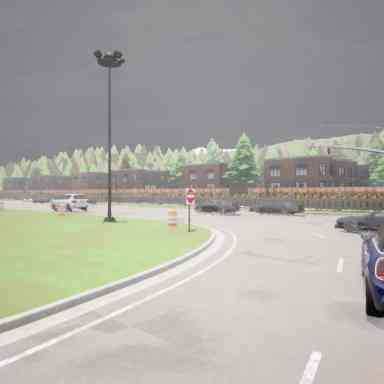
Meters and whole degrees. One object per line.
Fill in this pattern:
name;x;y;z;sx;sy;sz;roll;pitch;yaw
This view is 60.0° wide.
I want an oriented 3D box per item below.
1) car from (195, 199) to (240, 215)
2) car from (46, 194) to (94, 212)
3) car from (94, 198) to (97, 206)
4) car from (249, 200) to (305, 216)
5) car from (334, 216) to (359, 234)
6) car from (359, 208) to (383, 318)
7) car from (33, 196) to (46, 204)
car;2.458;1.491;33.412;4.902;1.511;2.128;0;0;41
car;-14.209;1.220;38.537;5.566;2.045;2.150;0;0;41
car;-17.780;1.499;55.476;4.892;1.490;1.837;-2;-1;41
car;8.367;1.546;32.940;5.357;1.411;2.033;0;0;41
car;10.407;1.546;17.320;5.357;1.411;2.033;0;0;41
car;4.806;1.352;7.050;2.097;1.767;4.553;0;0;26
car;-29.664;1.555;65.631;4.181;1.385;1.994;0;0;41
